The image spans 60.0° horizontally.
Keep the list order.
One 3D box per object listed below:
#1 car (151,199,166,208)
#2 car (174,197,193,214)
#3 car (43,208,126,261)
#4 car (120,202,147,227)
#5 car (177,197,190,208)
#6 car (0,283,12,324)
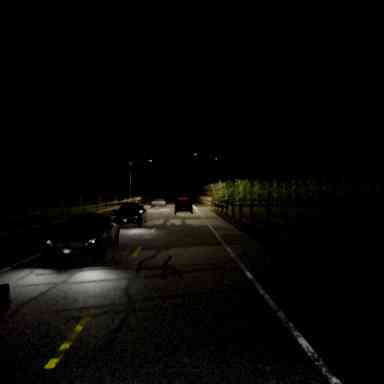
[{"bbox_3d":[-4.850,1.678,48.000,1.895,1.301,4.718,0,0,-2],"label":"car"},{"bbox_3d":[-0.875,1.473,34.997,1.882,1.535,5.008,0,0,-2],"label":"car"},{"bbox_3d":[-3.908,1.544,12.495,1.812,1.442,4.674,0,0,-2],"label":"car"},{"bbox_3d":[-4.225,1.522,23.189,1.837,1.490,4.892,0,0,-2],"label":"car"},{"bbox_3d":[-1.275,1.528,48.550,1.812,1.442,4.674,0,0,-2],"label":"car"},{"bbox_3d":[-3.648,1.622,2.869,1.895,1.301,4.718,0,0,-2],"label":"car"}]
